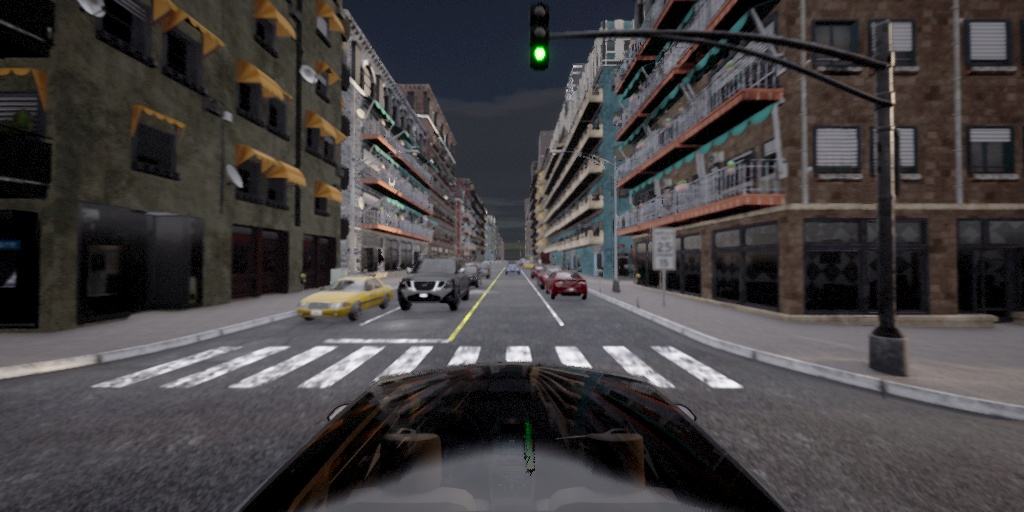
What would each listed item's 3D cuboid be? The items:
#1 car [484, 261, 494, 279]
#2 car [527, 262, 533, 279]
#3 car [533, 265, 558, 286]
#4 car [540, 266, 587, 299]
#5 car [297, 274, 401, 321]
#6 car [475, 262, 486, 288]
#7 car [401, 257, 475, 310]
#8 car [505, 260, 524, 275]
[{"bbox_3d":[-3.095,1.448,35.901,2.128,1.511,4.902,0,0,0],"label":"car"},{"bbox_3d":[2.686,1.533,35.083,1.802,1.307,4.207,0,0,0],"label":"car"},{"bbox_3d":[2.688,1.324,24.036,1.967,1.591,4.097,0,0,0],"label":"car"},{"bbox_3d":[2.689,1.396,18.512,1.888,1.381,4.507,0,0,0],"label":"car"},{"bbox_3d":[-5.691,1.343,12.832,1.751,1.417,4.829,0,0,0],"label":"car"},{"bbox_3d":[-3.102,1.397,25.454,1.837,1.490,4.892,0,0,0],"label":"car"},{"bbox_3d":[-3.102,1.054,15.417,2.150,2.045,5.566,0,0,0],"label":"car"},{"bbox_3d":[0.088,1.553,43.976,2.033,1.411,5.357,0,0,0],"label":"car"}]
